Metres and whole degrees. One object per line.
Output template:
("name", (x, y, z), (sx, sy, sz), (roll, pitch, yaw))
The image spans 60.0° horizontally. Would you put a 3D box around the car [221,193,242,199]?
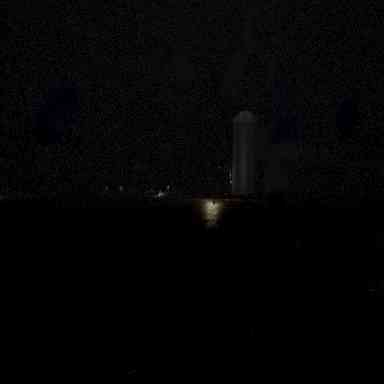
("car", (8.253, 0.832, 69.073), (1.895, 1.301, 4.718), (1, 0, -35))
